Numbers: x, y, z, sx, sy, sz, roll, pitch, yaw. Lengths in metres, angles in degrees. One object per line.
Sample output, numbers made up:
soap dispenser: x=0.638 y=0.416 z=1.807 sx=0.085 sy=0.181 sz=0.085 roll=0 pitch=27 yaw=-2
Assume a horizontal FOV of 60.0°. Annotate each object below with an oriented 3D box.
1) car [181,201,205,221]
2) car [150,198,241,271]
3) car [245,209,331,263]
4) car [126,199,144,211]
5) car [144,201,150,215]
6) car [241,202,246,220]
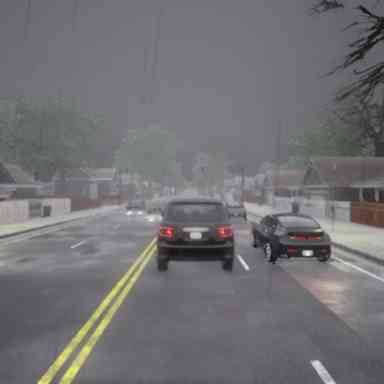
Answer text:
car: x=0.091 y=1.526 z=28.324 sx=1.812 sy=1.442 sz=4.674 roll=0 pitch=0 yaw=0
car: x=0.089 y=1.218 z=11.095 sx=2.150 sy=2.045 sz=5.566 roll=0 pitch=-1 yaw=0
car: x=3.336 y=1.505 z=11.985 sx=1.837 sy=1.490 sz=4.892 roll=0 pitch=0 yaw=0
car: x=-6.559 y=1.546 z=40.177 sx=2.033 sy=1.411 sz=5.357 roll=0 pitch=0 yaw=0
car: x=-3.335 y=1.564 z=33.491 sx=1.994 sy=1.385 sz=4.181 roll=0 pitch=0 yaw=0
car: x=3.338 y=1.492 z=27.477 sx=2.128 sy=1.511 sz=4.902 roll=0 pitch=0 yaw=0
